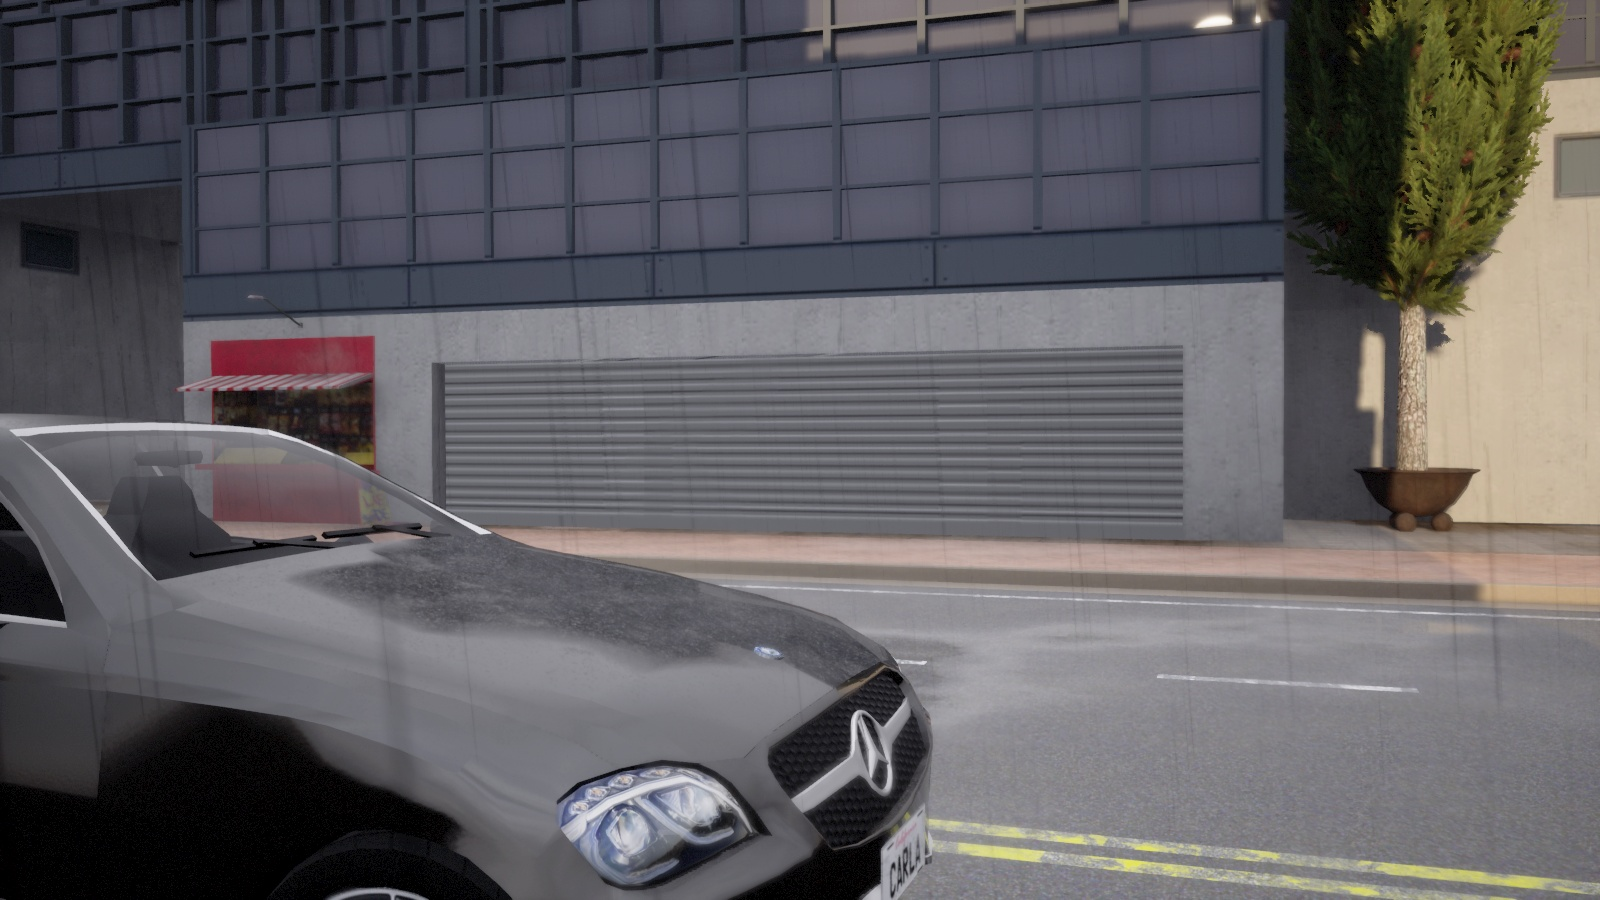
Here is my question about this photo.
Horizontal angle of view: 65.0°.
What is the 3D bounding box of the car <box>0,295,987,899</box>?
[{"bbox_3d":[-2.120,0.535,3.904,5.027,1.651,2.152,1,1,19],"label":"car"}]
